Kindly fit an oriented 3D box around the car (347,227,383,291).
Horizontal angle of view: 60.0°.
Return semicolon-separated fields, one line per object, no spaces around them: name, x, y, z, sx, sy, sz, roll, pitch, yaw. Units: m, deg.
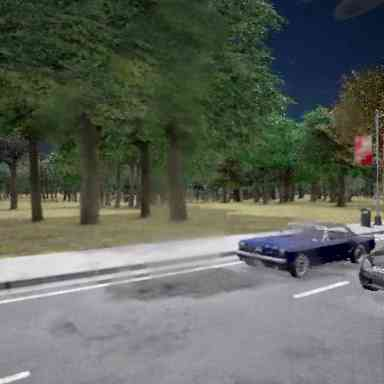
car;5.855;1.539;7.863;4.674;1.442;1.812;0;0;-35

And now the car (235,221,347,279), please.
car;3.594;1.613;10.244;4.718;1.301;1.895;0;0;-35
